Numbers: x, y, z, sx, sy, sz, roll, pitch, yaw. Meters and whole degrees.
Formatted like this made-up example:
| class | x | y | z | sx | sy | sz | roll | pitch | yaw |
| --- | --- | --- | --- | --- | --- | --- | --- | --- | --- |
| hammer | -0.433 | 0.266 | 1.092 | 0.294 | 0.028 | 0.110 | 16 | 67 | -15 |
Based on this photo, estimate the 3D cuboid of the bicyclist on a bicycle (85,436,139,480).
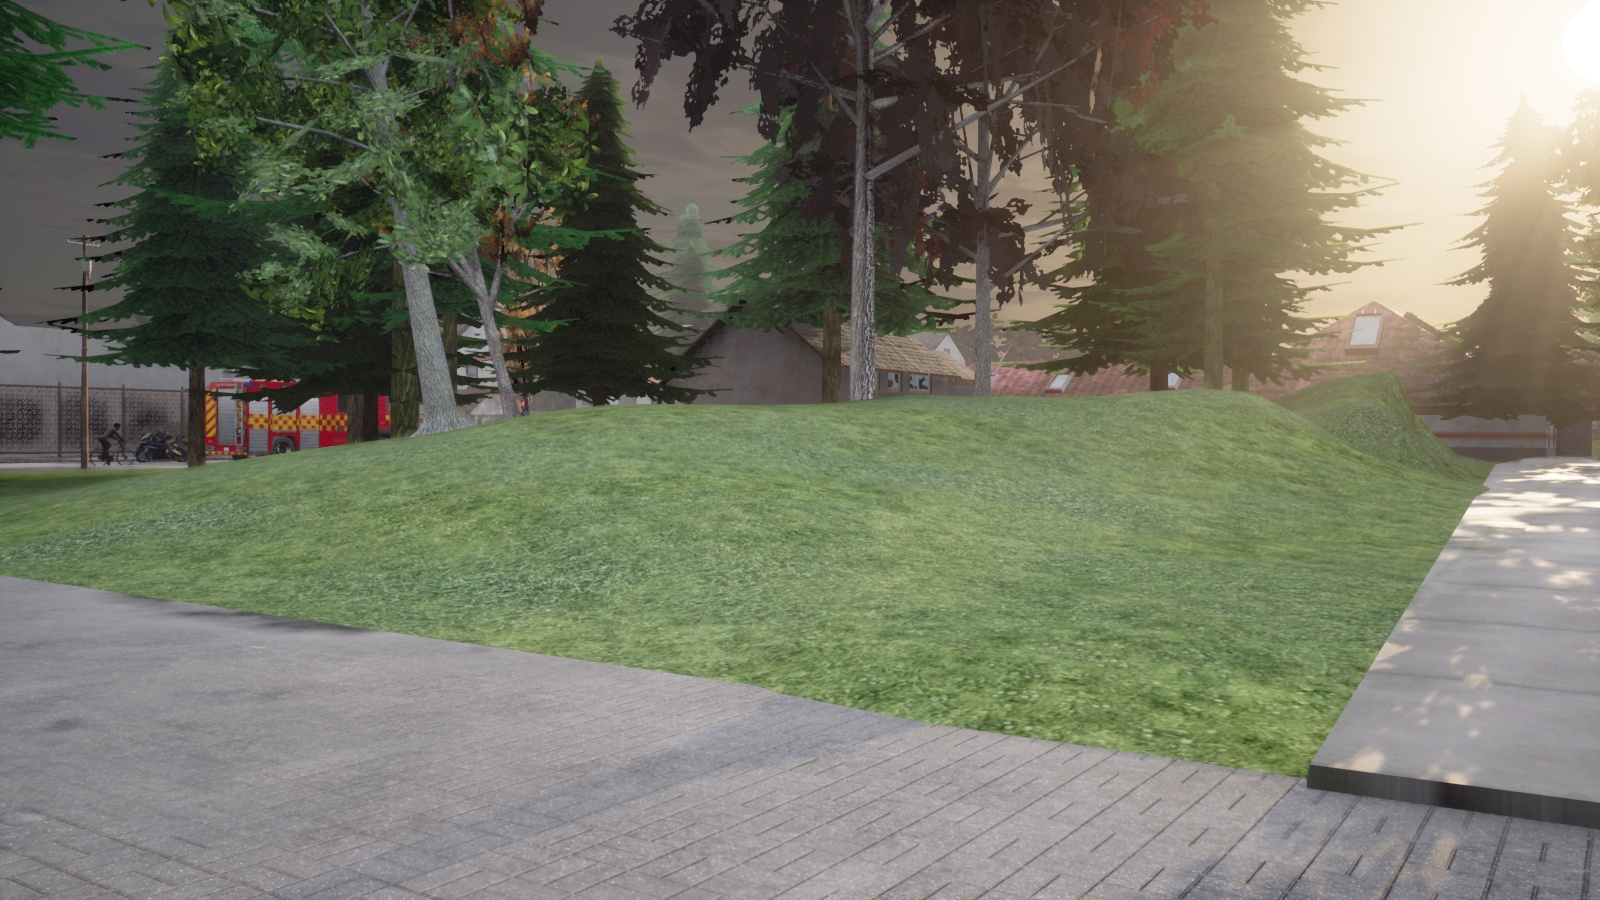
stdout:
| class | x | y | z | sx | sy | sz | roll | pitch | yaw |
| --- | --- | --- | --- | --- | --- | --- | --- | --- | --- |
| bicyclist on a bicycle | -25.486 | 0.279 | 46.556 | 0.582 | 1.620 | 1.656 | 0 | 1 | 34 |

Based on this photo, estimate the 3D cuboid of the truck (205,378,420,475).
| class | x | y | z | sx | sy | sz | roll | pitch | yaw |
| --- | --- | --- | --- | --- | --- | --- | --- | --- | --- |
| truck | -20.648 | -0.981 | 53.810 | 2.891 | 3.827 | 8.468 | 0 | 1 | 32 |

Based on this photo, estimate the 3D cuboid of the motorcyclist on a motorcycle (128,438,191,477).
| class | x | y | z | sx | sy | sz | roll | pitch | yaw |
| --- | --- | --- | --- | --- | --- | --- | --- | --- | --- |
| motorcyclist on a motorcycle | -26.575 | 0.295 | 52.145 | 0.866 | 1.530 | 2.191 | 0 | 1 | 34 |
